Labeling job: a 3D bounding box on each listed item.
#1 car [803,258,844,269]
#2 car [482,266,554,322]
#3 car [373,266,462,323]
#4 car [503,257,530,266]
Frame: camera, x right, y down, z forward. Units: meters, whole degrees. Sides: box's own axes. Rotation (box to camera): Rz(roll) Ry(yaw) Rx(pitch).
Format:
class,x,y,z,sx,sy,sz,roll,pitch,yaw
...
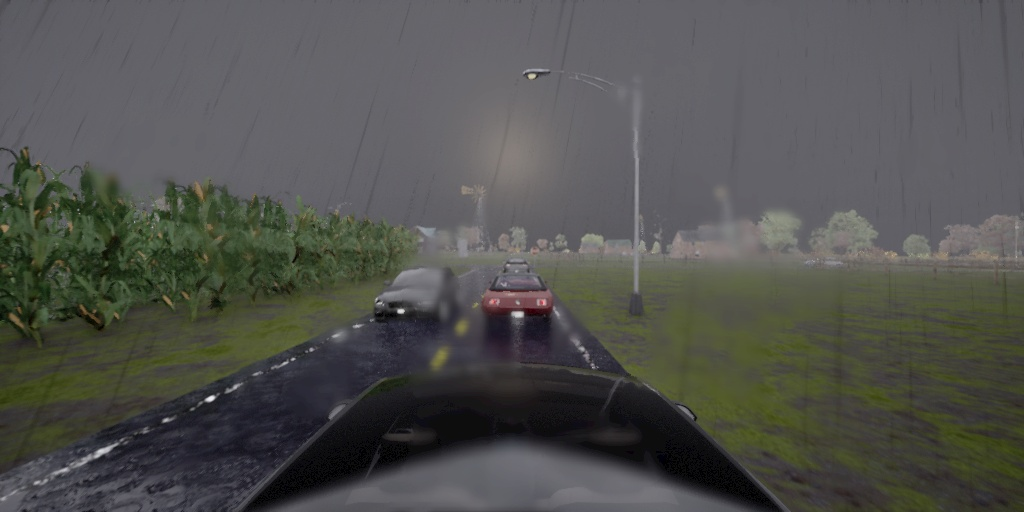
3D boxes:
class,x,y,z,sx,sy,sz,roll,pitch,yaw
car,42.467,1.008,48.892,4.674,1.442,1.812,1,0,1
car,0.188,1.185,11.464,1.895,1.301,4.718,0,1,1
car,-2.758,1.091,11.421,1.837,1.490,4.892,0,1,1
car,0.344,0.806,27.154,2.128,1.511,4.902,0,1,1
